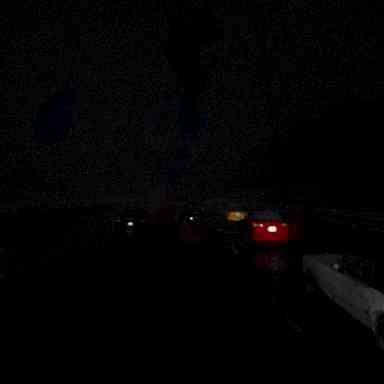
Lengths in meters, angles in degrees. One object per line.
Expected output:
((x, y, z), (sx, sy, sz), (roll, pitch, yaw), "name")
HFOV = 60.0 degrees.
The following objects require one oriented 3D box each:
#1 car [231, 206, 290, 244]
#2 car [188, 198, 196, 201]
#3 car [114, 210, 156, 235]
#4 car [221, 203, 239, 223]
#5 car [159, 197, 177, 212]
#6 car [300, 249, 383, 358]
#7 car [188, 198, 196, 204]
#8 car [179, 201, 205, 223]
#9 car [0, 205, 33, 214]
((3.498, 1.670, 16.830), (2.163, 1.488, 4.792), (0, -1, 0), "car")
((-0.006, 2.380, 75.744), (1.837, 1.490, 4.892), (0, -1, 0), "car")
((-3.403, 1.767, 20.353), (1.994, 1.385, 4.181), (0, -1, 0), "car")
((3.497, 1.744, 27.996), (1.801, 1.575, 5.366), (0, -1, 0), "car")
((-3.404, 1.735, 46.766), (2.150, 2.045, 5.566), (0, -1, 0), "car")
((3.499, 1.657, 5.823), (1.895, 1.301, 4.718), (0, -1, 0), "car")
((-0.007, 2.426, 91.242), (2.097, 1.767, 4.553), (0, -1, 0), "car")
((-0.036, 1.794, 28.022), (1.837, 1.490, 4.892), (0, 0, 0), "car")
((-14.098, 1.796, 26.424), (1.812, 1.442, 4.674), (0, -1, 0), "car")
